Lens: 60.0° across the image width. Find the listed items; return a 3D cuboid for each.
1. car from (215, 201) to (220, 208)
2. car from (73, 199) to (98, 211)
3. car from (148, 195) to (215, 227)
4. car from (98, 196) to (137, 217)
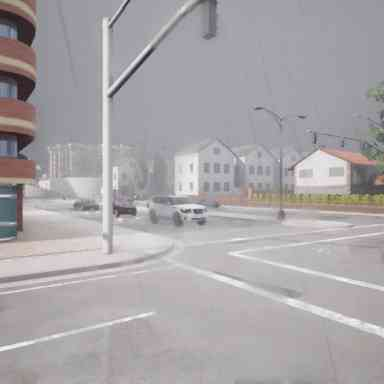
[{"bbox_3d":[1.655,1.547,46.199,2.033,1.411,5.357,0,0,-35],"label":"car"},{"bbox_3d":[-13.053,1.547,40.772,2.033,1.411,5.357,0,0,-35],"label":"car"},{"bbox_3d":[-1.110,1.221,23.468,2.150,2.045,5.566,0,0,-35],"label":"car"},{"bbox_3d":[-7.013,1.476,32.010,1.882,1.535,5.008,0,0,-34],"label":"car"}]
